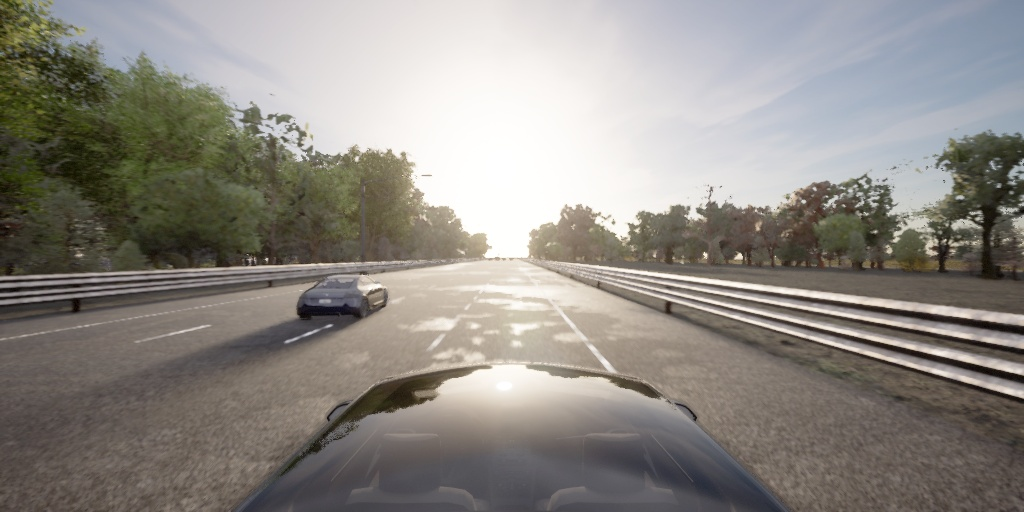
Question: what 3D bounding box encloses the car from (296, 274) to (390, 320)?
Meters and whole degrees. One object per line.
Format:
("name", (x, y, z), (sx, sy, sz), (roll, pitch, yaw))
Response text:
("car", (-5.796, 1.338, 12.824), (1.994, 1.385, 4.181), (0, 0, -5))
